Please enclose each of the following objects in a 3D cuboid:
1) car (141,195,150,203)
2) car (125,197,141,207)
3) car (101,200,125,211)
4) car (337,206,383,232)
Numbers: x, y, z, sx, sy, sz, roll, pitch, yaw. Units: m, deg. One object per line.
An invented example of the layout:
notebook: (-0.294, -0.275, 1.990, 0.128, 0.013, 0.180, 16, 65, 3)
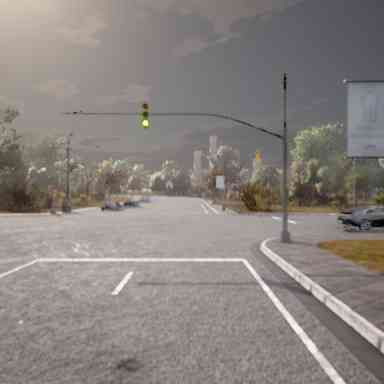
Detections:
car: (-10.398, 1.536, 73.058, 2.097, 1.767, 4.553, 0, 0, 0)
car: (-10.489, 1.878, 57.224, 1.895, 1.301, 4.718, 0, 0, 1)
car: (-10.523, 1.793, 43.650, 1.994, 1.385, 4.181, 0, 0, 0)
car: (11.407, 1.597, 20.283, 4.902, 1.511, 2.128, 0, 0, -3)
